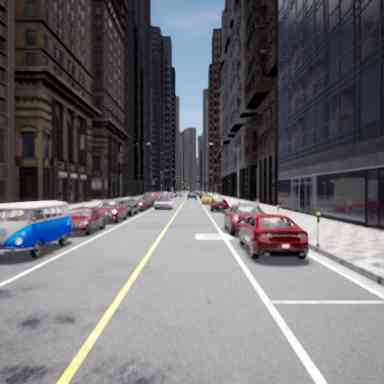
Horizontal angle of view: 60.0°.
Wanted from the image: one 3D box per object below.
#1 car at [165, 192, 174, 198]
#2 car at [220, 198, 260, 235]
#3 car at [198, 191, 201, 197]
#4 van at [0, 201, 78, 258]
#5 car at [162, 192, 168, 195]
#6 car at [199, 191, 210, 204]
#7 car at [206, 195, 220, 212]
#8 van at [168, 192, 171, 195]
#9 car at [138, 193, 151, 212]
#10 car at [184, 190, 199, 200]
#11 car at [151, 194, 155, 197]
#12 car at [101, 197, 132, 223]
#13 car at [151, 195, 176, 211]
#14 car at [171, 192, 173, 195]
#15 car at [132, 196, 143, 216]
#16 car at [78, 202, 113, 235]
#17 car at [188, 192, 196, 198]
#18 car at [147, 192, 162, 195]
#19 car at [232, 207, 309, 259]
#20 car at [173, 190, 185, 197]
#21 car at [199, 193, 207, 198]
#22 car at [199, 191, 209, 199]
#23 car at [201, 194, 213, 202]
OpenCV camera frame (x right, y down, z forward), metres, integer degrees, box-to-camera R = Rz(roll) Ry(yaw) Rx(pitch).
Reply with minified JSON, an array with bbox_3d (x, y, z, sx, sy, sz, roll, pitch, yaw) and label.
[{"bbox_3d":[-5.737,0.803,84.866,1.967,1.590,4.097,0,0,0],"label":"car"},{"bbox_3d":[2.771,1.303,17.654,1.967,1.590,4.097,0,0,0],"label":"car"},{"bbox_3d":[2.783,0.922,68.072,1.967,1.590,4.097,0,0,0],"label":"car"},{"bbox_3d":[-5.756,1.247,12.045,1.690,1.788,3.998,0,0,0],"label":"van"},{"bbox_3d":[-5.744,0.878,56.857,2.192,1.841,5.009,0,0,0],"label":"car"},{"bbox_3d":[2.364,1.063,51.307,1.801,1.575,5.366,0,0,0],"label":"car"},{"bbox_3d":[2.775,1.278,34.461,1.887,1.381,4.507,0,0,0],"label":"car"},{"bbox_3d":[-5.741,0.823,68.059,1.690,1.788,3.998,0,0,0],"label":"van"},{"bbox_3d":[-5.750,1.173,34.451,1.967,1.590,4.097,0,0,0],"label":"car"},{"bbox_3d":[0.019,0.672,69.850,2.097,1.767,4.553,0,0,0],"label":"car"},{"bbox_3d":[-5.749,1.256,40.054,1.947,1.339,4.313,0,0,0],"label":"car"},{"bbox_3d":[-5.753,1.259,23.248,1.967,1.590,4.097,0,0,0],"label":"car"},{"bbox_3d":[-3.087,1.317,36.649,1.895,1.301,4.718,0,0,0],"label":"car"},{"bbox_3d":[-5.740,0.968,73.492,1.752,1.417,4.829,0,0,0],"label":"car"},{"bbox_3d":[-5.752,1.342,28.851,1.947,1.339,4.313,0,0,0],"label":"car"},{"bbox_3d":[-5.755,1.444,17.647,1.802,1.307,4.206,0,0,0],"label":"car"},{"bbox_3d":[0.023,0.799,86.501,2.128,1.511,4.902,0,0,0],"label":"car"},{"bbox_3d":[-5.747,0.962,45.654,2.192,1.841,5.009,0,0,0],"label":"car"},{"bbox_3d":[2.769,1.451,12.054,1.887,1.381,4.507,0,0,0],"label":"car"},{"bbox_3d":[-2.980,0.792,77.293,2.128,1.511,4.902,0,0,0],"label":"car"},{"bbox_3d":[2.787,0.945,84.879,1.802,1.307,4.206,0,0,0],"label":"car"},{"bbox_3d":[2.787,0.717,79.275,2.192,1.841,5.009,0,0,0],"label":"car"},{"bbox_3d":[2.782,1.073,62.470,2.008,1.369,4.403,0,0,0],"label":"car"}]
